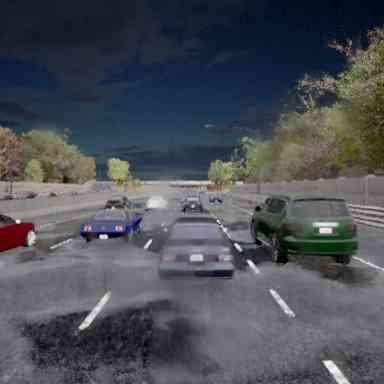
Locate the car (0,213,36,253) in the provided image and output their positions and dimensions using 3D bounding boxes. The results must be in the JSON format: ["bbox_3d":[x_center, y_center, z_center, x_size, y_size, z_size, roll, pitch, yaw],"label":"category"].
[{"bbox_3d":[-6.900,1.342,10.759,1.882,1.535,5.008,0,1,0],"label":"car"}]

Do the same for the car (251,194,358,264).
[{"bbox_3d":[3.500,1.072,11.390,2.150,2.045,5.566,0,1,0],"label":"car"}]

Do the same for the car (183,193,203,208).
[{"bbox_3d":[0.093,1.120,32.825,1.812,1.442,4.674,0,1,0],"label":"car"}]

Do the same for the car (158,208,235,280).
[{"bbox_3d":[0.100,1.426,9.623,2.033,1.411,5.357,0,1,0],"label":"car"}]

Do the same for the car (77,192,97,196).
[{"bbox_3d":[-17.551,0.792,57.502,2.128,1.511,4.902,0,1,1],"label":"car"}]

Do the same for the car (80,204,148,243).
[{"bbox_3d":[-3.400,1.412,15.048,1.895,1.301,4.718,0,1,0],"label":"car"}]

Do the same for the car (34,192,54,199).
[{"bbox_3d":[-24.535,0.834,56.620,1.812,1.442,4.674,0,1,1],"label":"car"}]

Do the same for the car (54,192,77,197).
[{"bbox_3d":[-21.039,0.799,56.735,2.128,1.511,4.902,0,1,1],"label":"car"}]

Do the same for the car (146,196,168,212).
[{"bbox_3d":[-3.407,1.121,32.739,1.812,1.442,4.674,0,1,0],"label":"car"}]

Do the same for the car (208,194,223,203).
[{"bbox_3d":[3.492,0.986,50.036,1.895,1.301,4.718,0,1,0],"label":"car"}]

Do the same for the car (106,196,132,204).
[{"bbox_3d":[-6.905,1.113,31.661,1.837,1.490,4.892,0,1,0],"label":"car"}]

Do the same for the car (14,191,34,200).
[{"bbox_3d":[-28.036,0.666,56.207,2.097,1.767,4.553,0,1,1],"label":"car"}]
